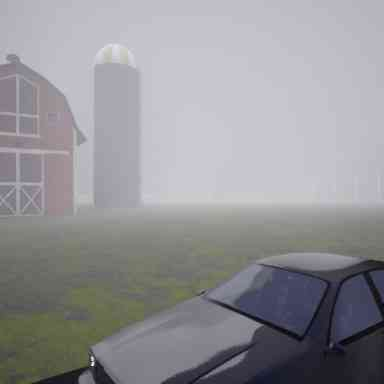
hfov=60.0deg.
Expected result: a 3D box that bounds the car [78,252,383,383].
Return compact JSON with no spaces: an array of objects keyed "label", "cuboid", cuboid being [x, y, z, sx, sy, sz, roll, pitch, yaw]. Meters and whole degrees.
[{"label":"car","cuboid":[1.503,1.546,4.143,5.357,1.411,2.033,0,0,-36]}]
